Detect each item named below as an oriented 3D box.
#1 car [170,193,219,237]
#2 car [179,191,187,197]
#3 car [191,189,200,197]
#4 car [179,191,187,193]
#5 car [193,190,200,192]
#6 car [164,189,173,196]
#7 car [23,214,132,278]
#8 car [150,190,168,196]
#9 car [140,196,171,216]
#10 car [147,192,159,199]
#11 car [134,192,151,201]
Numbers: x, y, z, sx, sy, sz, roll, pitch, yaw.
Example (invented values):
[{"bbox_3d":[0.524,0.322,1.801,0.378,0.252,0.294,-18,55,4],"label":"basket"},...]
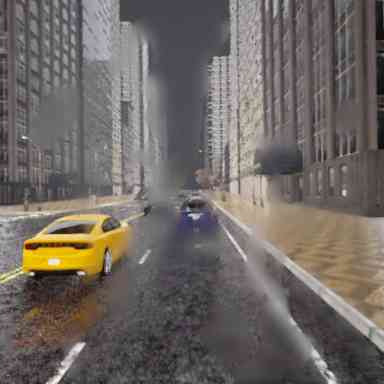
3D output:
[{"bbox_3d":[0.225,1.145,16.976,2.097,1.767,4.553,-1,1,1],"label":"car"},{"bbox_3d":[-2.323,0.454,84.969,1.812,1.442,4.674,-1,1,1],"label":"car"},{"bbox_3d":[0.924,0.239,84.897,2.097,1.767,4.553,-1,1,1],"label":"car"},{"bbox_3d":[-2.437,0.740,74.995,1.895,1.301,4.718,-1,1,1],"label":"car"},{"bbox_3d":[0.807,0.629,74.509,2.128,1.511,4.902,-1,1,1],"label":"car"},{"bbox_3d":[-5.676,0.355,76.353,2.150,2.045,5.566,-1,1,1],"label":"car"},{"bbox_3d":[-3.095,1.402,9.999,1.882,1.535,5.008,-1,1,1],"label":"car"},{"bbox_3d":[-5.883,0.894,60.562,1.812,1.442,4.674,-1,1,1],"label":"car"},{"bbox_3d":[-2.881,1.278,28.288,1.994,1.385,4.181,-1,0,1],"label":"car"},{"bbox_3d":[-8.921,0.699,76.460,2.128,1.511,4.902,-1,1,1],"label":"car"},{"bbox_3d":[-9.137,0.765,60.666,2.097,1.767,4.553,-1,1,1],"label":"car"}]
